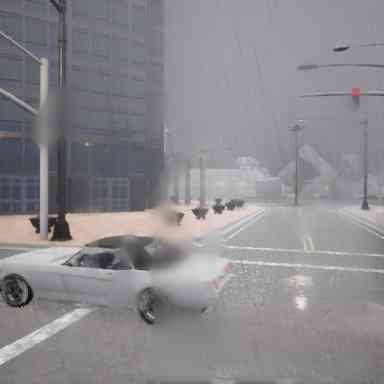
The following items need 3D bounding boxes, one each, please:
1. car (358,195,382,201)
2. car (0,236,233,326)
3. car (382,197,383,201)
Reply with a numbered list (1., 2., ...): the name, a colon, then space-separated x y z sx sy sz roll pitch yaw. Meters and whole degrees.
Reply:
1. car: 43.898 1.410 83.097 2.128 1.511 4.902 0 0 -27
2. car: -1.648 1.577 6.742 4.718 1.301 1.895 0 0 17
3. car: 48.536 1.466 81.428 1.994 1.385 4.181 0 0 -29
